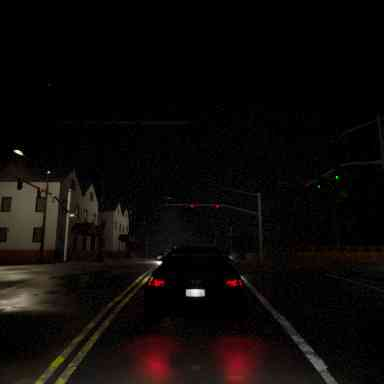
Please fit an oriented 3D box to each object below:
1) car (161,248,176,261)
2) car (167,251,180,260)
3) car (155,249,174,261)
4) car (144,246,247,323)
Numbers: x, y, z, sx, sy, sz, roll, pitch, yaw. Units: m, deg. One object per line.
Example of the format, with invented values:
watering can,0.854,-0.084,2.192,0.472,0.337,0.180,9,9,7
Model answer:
car,-3.587,9.721,51.665,2.097,1.767,4.553,0,-11,0
car,-3.536,12.353,64.558,2.128,1.511,4.902,0,-11,0
car,-3.586,8.370,43.933,2.128,1.511,4.902,0,-11,0
car,0.073,1.985,7.895,1.994,1.385,4.181,0,-7,0
